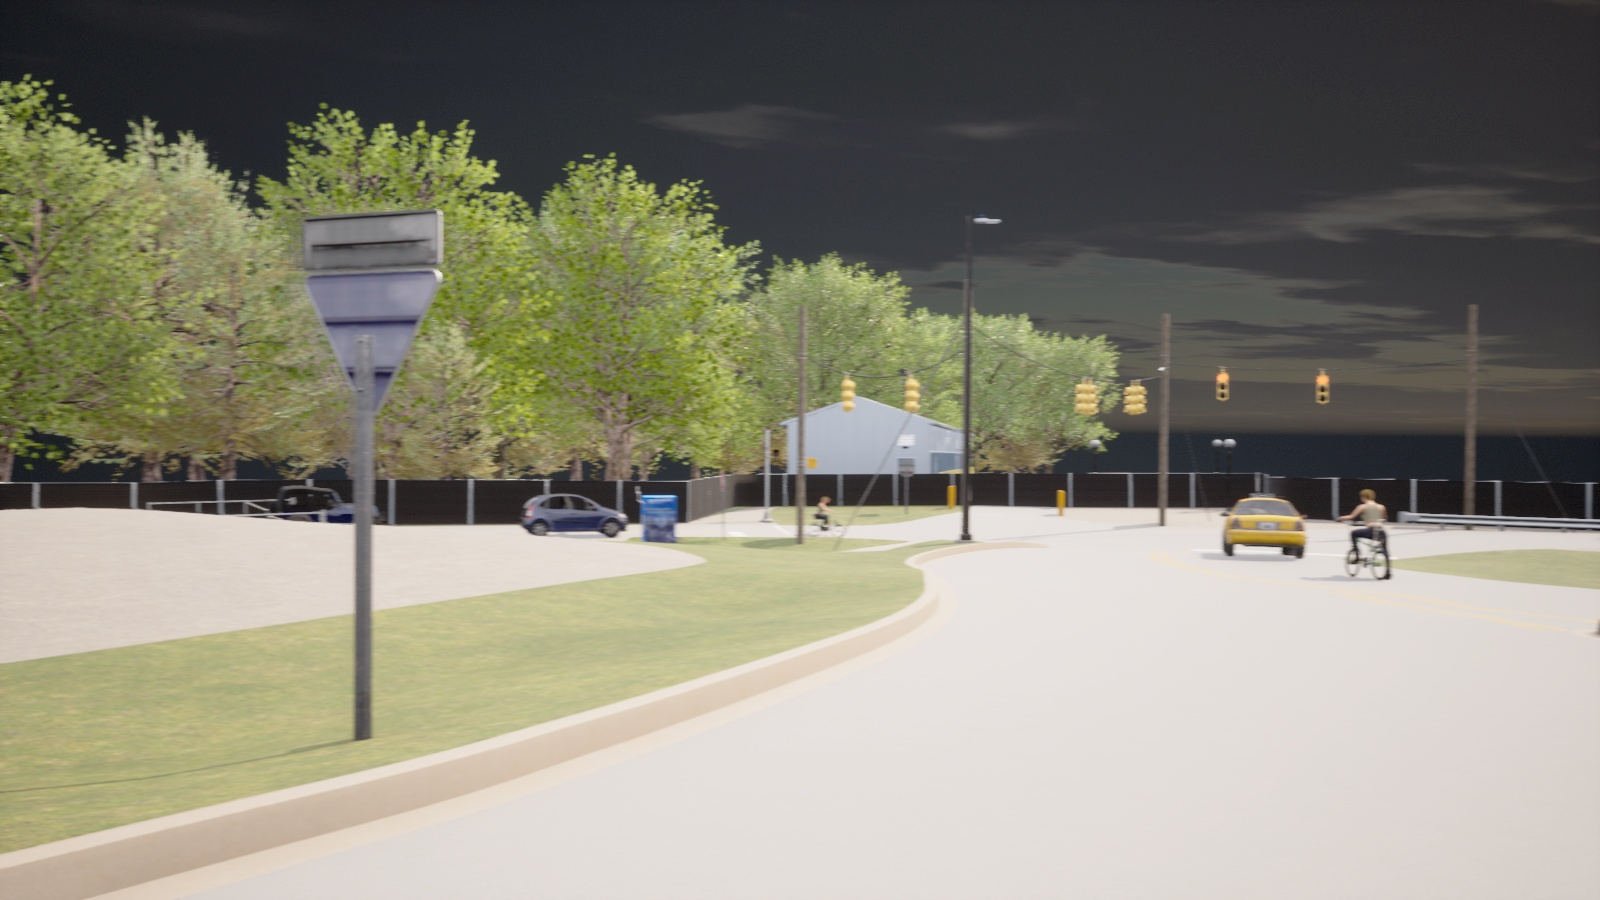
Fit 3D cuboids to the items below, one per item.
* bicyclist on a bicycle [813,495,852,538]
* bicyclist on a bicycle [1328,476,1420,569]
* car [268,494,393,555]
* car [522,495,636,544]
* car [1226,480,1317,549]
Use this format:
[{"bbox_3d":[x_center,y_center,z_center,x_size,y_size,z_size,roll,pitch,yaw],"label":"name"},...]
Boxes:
[{"bbox_3d":[1.258,2.611,49.240,1.509,1.612,0.866,0,2,1],"label":"bicyclist on a bicycle"},{"bbox_3d":[10.310,1.297,22.616,0.866,1.612,1.509,0,-2,-3],"label":"bicyclist on a bicycle"},{"bbox_3d":[-16.500,2.567,44.143,3.866,1.878,1.905,-1,1,-29],"label":"car"},{"bbox_3d":[-8.375,2.610,47.586,3.988,1.617,1.851,0,1,-20],"label":"car"},{"bbox_3d":[11.602,1.595,31.188,1.801,1.575,5.366,0,-3,17],"label":"car"}]
